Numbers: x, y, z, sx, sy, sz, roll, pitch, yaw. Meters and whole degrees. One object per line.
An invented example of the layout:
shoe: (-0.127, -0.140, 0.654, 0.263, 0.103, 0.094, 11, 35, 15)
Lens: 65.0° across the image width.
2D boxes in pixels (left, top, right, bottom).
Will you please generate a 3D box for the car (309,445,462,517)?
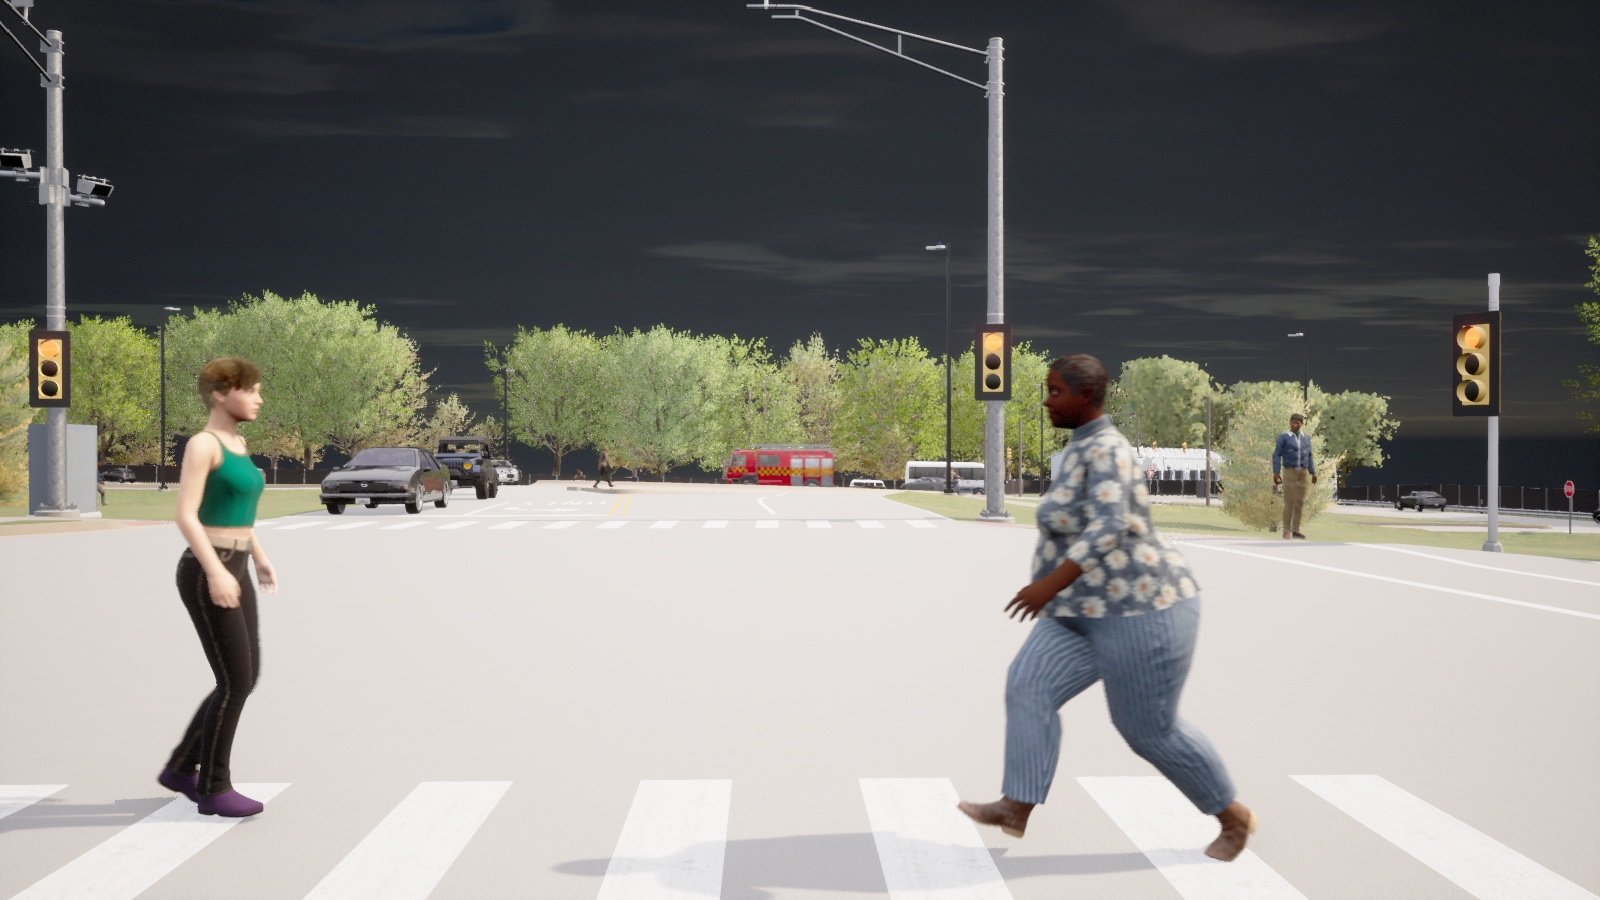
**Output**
car: (-8.879, 0.613, 27.407, 2.033, 1.411, 5.357, 0, 0, -6)

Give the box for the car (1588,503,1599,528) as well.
car: (44.855, 3.588, 67.582, 1.895, 1.301, 4.718, 0, -1, 0)

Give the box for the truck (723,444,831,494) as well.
truck: (-1.877, 1.485, 99.309, 8.468, 3.827, 2.891, 0, 0, -3)

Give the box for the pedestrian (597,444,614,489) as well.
pedestrian: (-7.991, 0.665, 51.666, 0.634, 1.846, 0.331, 0, 1, -28)

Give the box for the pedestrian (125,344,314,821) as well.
pedestrian: (-2.306, 0.511, 5.020, 0.594, 1.836, 0.345, 0, 1, -4)

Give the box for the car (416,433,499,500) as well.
car: (-10.076, 0.493, 37.225, 1.905, 1.878, 3.866, 0, -1, -8)

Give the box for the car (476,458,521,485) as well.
car: (-17.319, 1.248, 72.130, 1.970, 1.475, 3.806, 1, -2, -22)

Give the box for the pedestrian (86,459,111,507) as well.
pedestrian: (-26.760, 1.260, 47.914, 0.726, 1.835, 0.370, 0, 1, -8)

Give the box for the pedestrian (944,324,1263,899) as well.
pedestrian: (1.027, 0.522, 4.474, 0.900, 1.855, 0.874, 0, 1, -2)

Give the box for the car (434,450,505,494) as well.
car: (-12.126, 0.816, 45.845, 2.128, 1.511, 4.902, 0, -1, -19)

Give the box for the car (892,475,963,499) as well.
car: (9.064, 2.650, 89.564, 2.128, 1.511, 4.902, 5, -3, -38)

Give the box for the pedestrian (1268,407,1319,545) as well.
pedestrian: (7.141, 0.368, 18.201, 0.423, 1.949, 0.788, 0, 1, 0)
